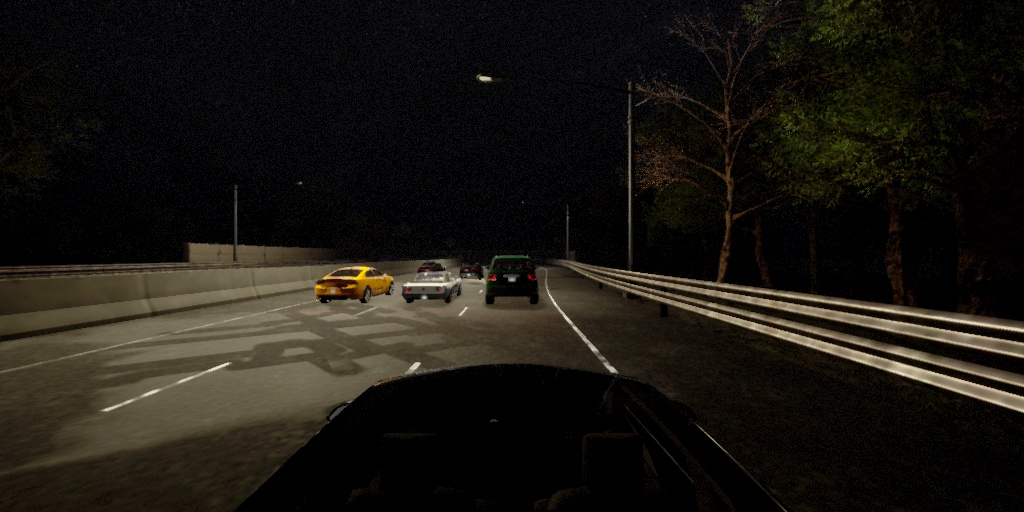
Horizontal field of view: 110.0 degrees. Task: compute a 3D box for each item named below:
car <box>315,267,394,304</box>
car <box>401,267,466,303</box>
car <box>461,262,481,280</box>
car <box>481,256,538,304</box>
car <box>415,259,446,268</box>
[{"bbox_3d":[-7.000,1.234,16.501,1.882,1.535,5.008,0,0,0],"label":"car"},{"bbox_3d":[-3.500,1.366,16.531,1.895,1.301,4.718,0,0,0],"label":"car"},{"bbox_3d":[-3.500,1.276,31.501,1.837,1.490,4.892,0,0,0],"label":"car"},{"bbox_3d":[0.000,1.007,16.531,2.150,2.045,5.566,0,0,0],"label":"car"},{"bbox_3d":[-7.000,1.275,31.501,1.837,1.490,4.892,0,0,0],"label":"car"}]
